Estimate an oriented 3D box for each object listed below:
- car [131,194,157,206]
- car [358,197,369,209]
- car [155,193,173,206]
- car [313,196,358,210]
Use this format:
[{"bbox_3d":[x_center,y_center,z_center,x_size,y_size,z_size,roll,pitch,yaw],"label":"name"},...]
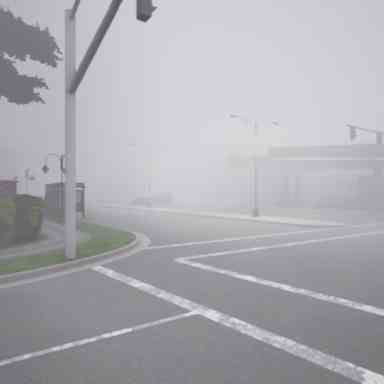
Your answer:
[{"bbox_3d":[-8.049,1.470,52.891,1.882,1.535,5.008,0,0,-35],"label":"car"},{"bbox_3d":[21.198,1.443,44.189,1.970,1.475,3.806,0,0,-35],"label":"car"},{"bbox_3d":[-5.200,1.213,54.925,2.150,2.045,5.566,0,0,-35],"label":"car"},{"bbox_3d":[16.931,1.284,40.267,2.242,1.667,4.611,0,0,-35],"label":"car"}]
